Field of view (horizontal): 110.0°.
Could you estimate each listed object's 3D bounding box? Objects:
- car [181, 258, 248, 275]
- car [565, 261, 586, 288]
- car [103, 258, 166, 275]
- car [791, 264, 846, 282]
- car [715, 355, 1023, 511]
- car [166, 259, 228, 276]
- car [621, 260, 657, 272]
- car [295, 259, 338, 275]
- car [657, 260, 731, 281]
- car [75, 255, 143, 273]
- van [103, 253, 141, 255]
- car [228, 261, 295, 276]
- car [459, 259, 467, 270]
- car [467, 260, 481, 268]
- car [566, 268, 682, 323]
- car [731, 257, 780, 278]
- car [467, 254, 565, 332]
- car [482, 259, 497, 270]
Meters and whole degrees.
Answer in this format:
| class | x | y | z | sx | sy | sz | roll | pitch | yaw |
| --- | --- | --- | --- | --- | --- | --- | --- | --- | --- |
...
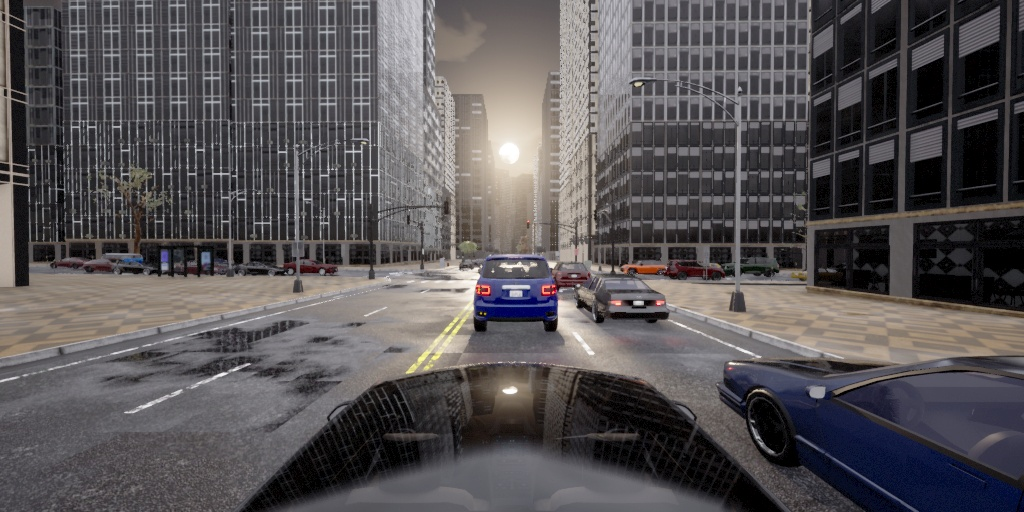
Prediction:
| class | x | y | z | sx | sy | sz | roll | pitch | yaw |
| --- | --- | --- | --- | --- | --- | --- | --- | --- | --- |
| car | -29.280 | 0.995 | 35.446 | 4.902 | 1.511 | 2.128 | 1 | 1 | 1 |
| car | 3.349 | 1.092 | 21.424 | 2.097 | 1.767 | 4.553 | 0 | 0 | 0 |
| car | -34.097 | 1.068 | 32.911 | 4.313 | 1.339 | 1.948 | 0 | 0 | 1 |
| car | 27.641 | 1.578 | 31.878 | 4.829 | 1.417 | 1.751 | 0 | 0 | 1 |
| car | 3.350 | 1.297 | 1.837 | 2.033 | 1.411 | 5.357 | 0 | 0 | 1 |
| car | -28.416 | 1.137 | 32.737 | 4.207 | 1.307 | 1.802 | 0 | 0 | 1 |
| car | 13.786 | 1.191 | 37.849 | 4.553 | 1.767 | 2.097 | 0 | 1 | 0 |
| car | -19.766 | 1.068 | 35.252 | 5.008 | 1.535 | 1.882 | 1 | 1 | 0 |
| car | 16.193 | 1.268 | 32.075 | 5.009 | 1.841 | 2.192 | 0 | 0 | 1 |
| car | -39.795 | 0.934 | 35.665 | 4.674 | 1.442 | 1.812 | 1 | 1 | 2 |
| van | -45.288 | 0.604 | 41.571 | 3.998 | 1.789 | 1.690 | 0 | 0 | 1 |
| car | -22.732 | 1.173 | 32.604 | 4.313 | 1.339 | 1.948 | 0 | 0 | 1 |
| car | -6.602 | 1.220 | 52.481 | 1.837 | 1.490 | 4.892 | 0 | 0 | -1 |
| car | -6.571 | 1.304 | 62.784 | 1.895 | 1.301 | 4.718 | 0 | 0 | 0 |
| car | 3.350 | 1.293 | 12.017 | 2.033 | 1.411 | 5.357 | 0 | 0 | 0 |
| car | 24.890 | 1.158 | 37.700 | 5.566 | 2.045 | 2.150 | 1 | 1 | 1 |
| car | 0.097 | 0.967 | 11.014 | 2.150 | 2.045 | 5.566 | 0 | 0 | 0 |
| car | -3.336 | 1.191 | 53.372 | 1.882 | 1.535 | 5.008 | 0 | 0 | 0 |
